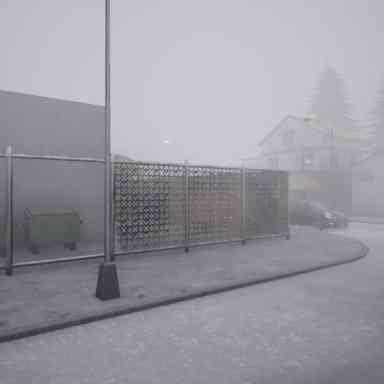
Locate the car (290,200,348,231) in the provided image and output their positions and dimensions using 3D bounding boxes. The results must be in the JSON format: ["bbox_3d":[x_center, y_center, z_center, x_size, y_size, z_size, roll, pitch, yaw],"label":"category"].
[{"bbox_3d":[7.357,1.347,20.949,2.097,1.767,4.553,0,0,-35],"label":"car"}]
